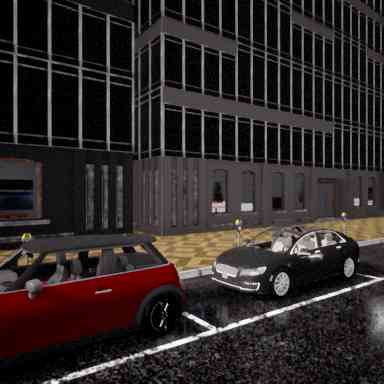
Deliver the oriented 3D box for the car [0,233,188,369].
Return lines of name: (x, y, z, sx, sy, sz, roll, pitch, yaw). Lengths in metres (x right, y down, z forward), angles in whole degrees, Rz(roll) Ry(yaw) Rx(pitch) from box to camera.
car: (-2.158, 1.440, 5.021, 4.097, 1.590, 1.967, 0, 0, -35)

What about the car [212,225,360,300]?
car: (2.477, 1.549, 8.324, 4.403, 1.369, 2.008, 0, 0, -35)
